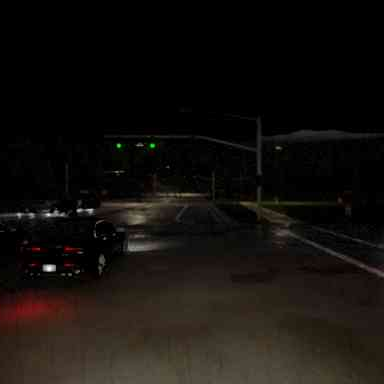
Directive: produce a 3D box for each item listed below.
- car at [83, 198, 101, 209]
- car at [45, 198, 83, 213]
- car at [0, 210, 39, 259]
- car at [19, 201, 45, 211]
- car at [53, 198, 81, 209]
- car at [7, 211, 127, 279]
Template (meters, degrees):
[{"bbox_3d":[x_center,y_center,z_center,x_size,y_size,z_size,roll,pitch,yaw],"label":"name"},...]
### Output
[{"bbox_3d":[-14.387,1.600,47.508,1.837,1.490,4.892,0,0,1],"label":"car"},{"bbox_3d":[-14.568,1.581,38.132,1.837,1.490,4.892,0,0,1],"label":"car"},{"bbox_3d":[-6.765,1.524,10.126,1.837,1.490,4.892,0,0,1],"label":"car"},{"bbox_3d":[-18.060,1.677,38.698,1.895,1.301,4.718,0,0,1],"label":"car"},{"bbox_3d":[-17.873,1.586,47.779,2.128,1.511,4.902,0,0,1],"label":"car"},{"bbox_3d":[-3.265,1.524,10.114,1.837,1.490,4.892,0,0,1],"label":"car"}]
